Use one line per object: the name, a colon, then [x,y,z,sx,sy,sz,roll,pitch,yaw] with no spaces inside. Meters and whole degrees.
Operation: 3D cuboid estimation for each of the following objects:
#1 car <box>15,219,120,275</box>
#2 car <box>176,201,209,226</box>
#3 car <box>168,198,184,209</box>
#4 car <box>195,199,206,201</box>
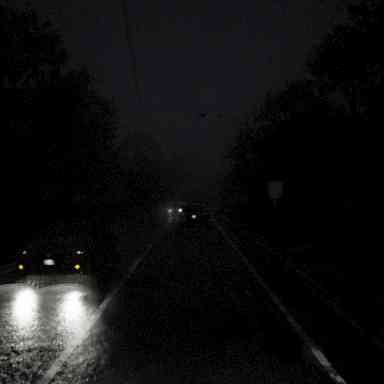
car: [-3.578,1.569,10.316,1.994,1.385,4.181,0,0,0]
car: [0.137,1.577,23.671,1.994,1.385,4.181,0,0,0]
car: [-1.998,1.536,46.633,1.812,1.442,4.674,1,0,8]
car: [1.075,1.590,41.975,2.033,1.411,5.357,1,0,7]
